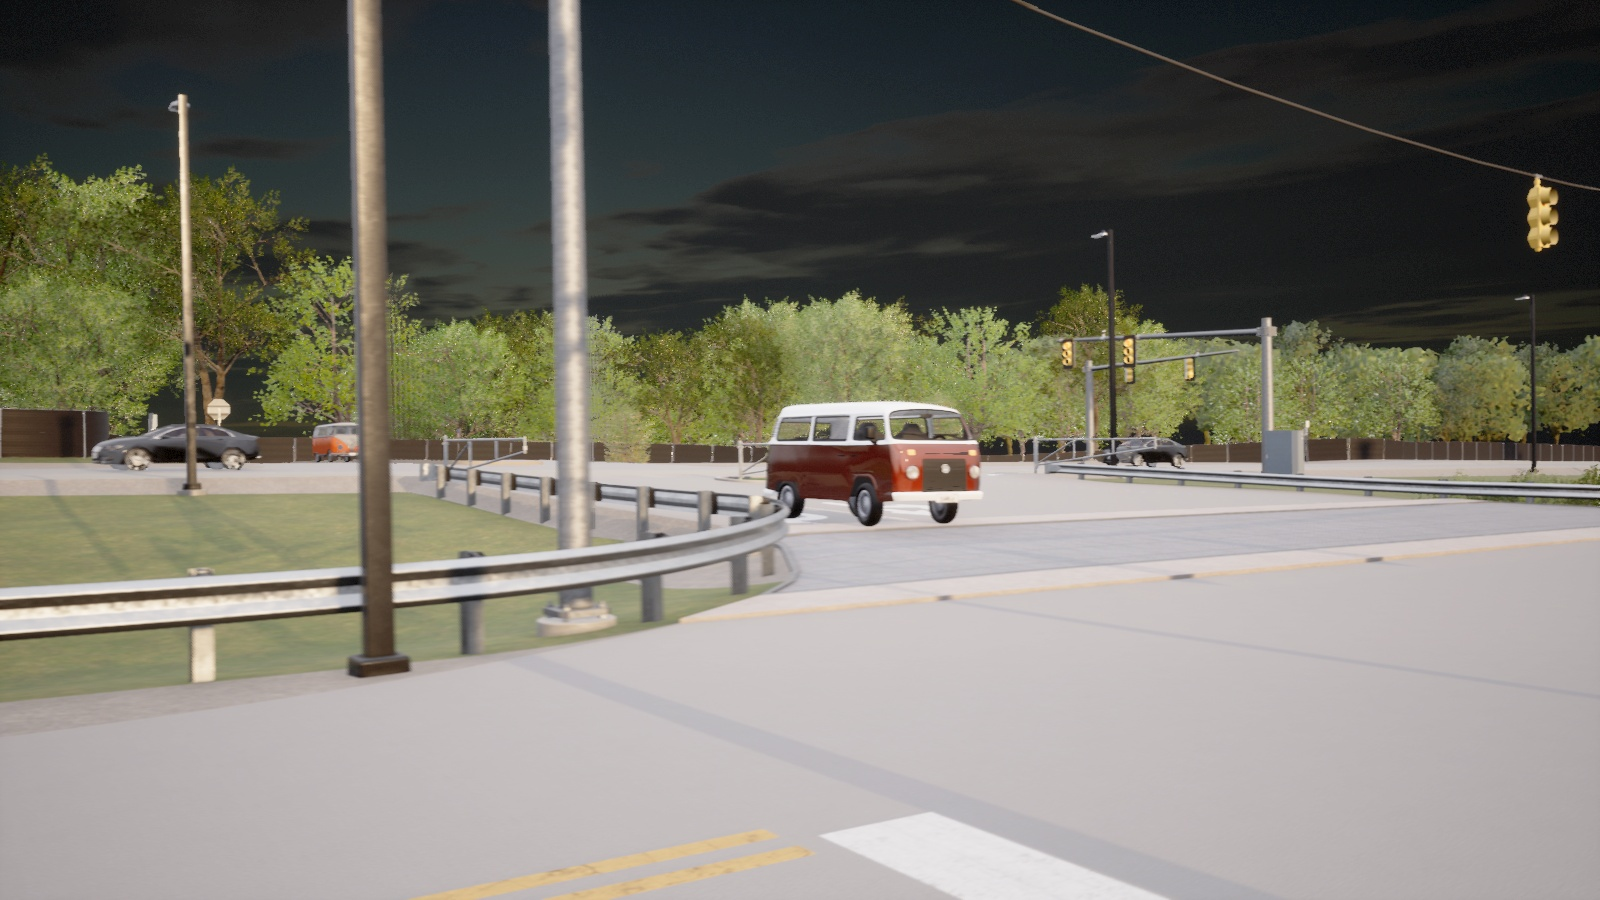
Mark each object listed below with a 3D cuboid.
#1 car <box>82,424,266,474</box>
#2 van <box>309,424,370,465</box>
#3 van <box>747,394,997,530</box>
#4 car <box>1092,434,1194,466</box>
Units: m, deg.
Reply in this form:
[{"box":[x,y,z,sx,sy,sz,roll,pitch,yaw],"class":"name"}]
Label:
[{"box":[-20.061,-0.037,40.376,4.902,1.511,2.128,0,0,-44],"class":"car"},{"box":[-23.231,-0.252,63.271,1.775,1.987,4.442,-1,-1,-35],"class":"van"},{"box":[1.075,0.190,21.283,2.069,2.038,4.480,0,0,-31],"class":"van"},{"box":[16.696,0.019,61.058,4.902,1.511,2.128,0,0,-34],"class":"car"}]
